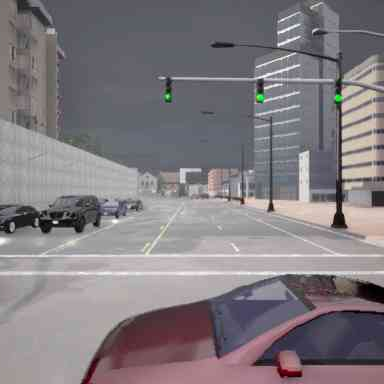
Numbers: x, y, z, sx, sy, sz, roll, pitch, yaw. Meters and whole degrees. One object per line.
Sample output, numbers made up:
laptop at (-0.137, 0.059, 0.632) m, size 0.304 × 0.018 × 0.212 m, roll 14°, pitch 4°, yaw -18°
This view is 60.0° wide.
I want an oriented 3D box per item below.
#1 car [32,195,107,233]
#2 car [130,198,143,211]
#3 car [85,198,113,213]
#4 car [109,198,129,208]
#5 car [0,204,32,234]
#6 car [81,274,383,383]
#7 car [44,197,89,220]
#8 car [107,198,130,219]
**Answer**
car at (-7.109, 1.221, 20.070) m, size 2.150 × 2.045 × 5.566 m, roll 0°, pitch 0°, yaw 0°
car at (-7.116, 1.491, 40.053) m, size 2.128 × 1.511 × 4.902 m, roll 0°, pitch 0°, yaw 0°
car at (-10.618, 1.505, 38.323) m, size 1.837 × 1.490 × 4.892 m, roll 0°, pitch 0°, yaw 0°
car at (-10.586, 1.601, 48.383) m, size 1.895 × 1.301 × 4.718 m, roll 0°, pitch 0°, yaw 0°
car at (-10.612, 1.505, 19.438) m, size 1.837 × 1.490 × 4.892 m, roll 0°, pitch 0°, yaw 0°
car at (1.068, 1.566, 3.156) m, size 4.181 × 1.385 × 1.994 m, roll 0°, pitch 0°, yaw 0°
car at (-10.618, 1.352, 28.505) m, size 2.097 × 1.767 × 4.553 m, roll 0°, pitch 0°, yaw 0°
car at (-7.117, 1.526, 29.711) m, size 1.812 × 1.442 × 4.674 m, roll 0°, pitch 0°, yaw 0°
